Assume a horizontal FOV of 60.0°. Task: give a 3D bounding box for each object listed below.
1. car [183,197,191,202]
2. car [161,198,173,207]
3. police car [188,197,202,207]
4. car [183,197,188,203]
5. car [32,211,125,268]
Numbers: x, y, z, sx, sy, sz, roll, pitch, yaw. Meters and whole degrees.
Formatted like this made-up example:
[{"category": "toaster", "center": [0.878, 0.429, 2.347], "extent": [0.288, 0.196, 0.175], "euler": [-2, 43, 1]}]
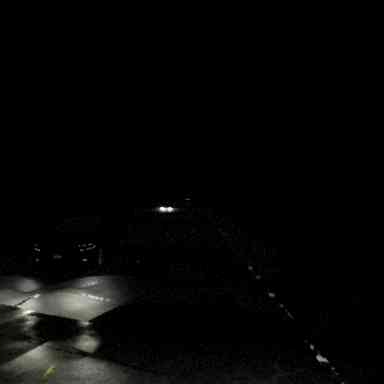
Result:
[{"category": "car", "center": [-1.377, 2.096, 89.659], "extent": [1.994, 1.385, 4.181], "euler": [0, -1, -2]}, {"category": "car", "center": [-4.092, 1.742, 54.879], "extent": [2.128, 1.511, 4.902], "euler": [0, -1, -1]}, {"category": "police car", "center": [0.692, 1.677, 55.223], "extent": [1.930, 1.638, 5.238], "euler": [0, -1, -1]}, {"category": "car", "center": [-0.943, 1.797, 74.283], "extent": [2.128, 1.511, 4.902], "euler": [0, -1, -2]}, {"category": "car", "center": [-3.630, 1.476, 11.463], "extent": [1.882, 1.535, 5.008], "euler": [0, 0, 0]}]
